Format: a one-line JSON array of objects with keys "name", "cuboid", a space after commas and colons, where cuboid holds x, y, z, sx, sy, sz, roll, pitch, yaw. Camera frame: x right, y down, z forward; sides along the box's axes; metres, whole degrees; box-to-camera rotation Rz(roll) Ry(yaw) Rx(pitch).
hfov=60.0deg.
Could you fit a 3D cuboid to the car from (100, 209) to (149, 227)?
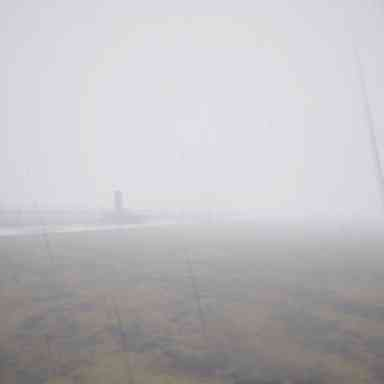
[{"name": "car", "cuboid": [-5.912, 2.254, 29.636, 2.128, 1.511, 4.902, -1, -3, 35]}]
